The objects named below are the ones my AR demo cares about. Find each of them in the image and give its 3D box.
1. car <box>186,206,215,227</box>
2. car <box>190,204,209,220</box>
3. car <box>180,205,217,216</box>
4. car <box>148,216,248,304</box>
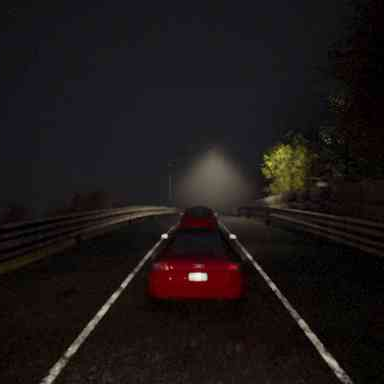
[{"bbox_3d":[0.637,1.802,25.935,2.033,1.411,5.357,0,-2,1],"label":"car"},{"bbox_3d":[0.853,2.150,35.788,1.882,1.535,5.008,0,-3,3],"label":"car"},{"bbox_3d":[0.356,1.524,17.901,1.882,1.535,5.008,0,-1,1],"label":"car"},{"bbox_3d":[0.164,1.517,8.070,1.994,1.385,4.181,0,0,2],"label":"car"}]
